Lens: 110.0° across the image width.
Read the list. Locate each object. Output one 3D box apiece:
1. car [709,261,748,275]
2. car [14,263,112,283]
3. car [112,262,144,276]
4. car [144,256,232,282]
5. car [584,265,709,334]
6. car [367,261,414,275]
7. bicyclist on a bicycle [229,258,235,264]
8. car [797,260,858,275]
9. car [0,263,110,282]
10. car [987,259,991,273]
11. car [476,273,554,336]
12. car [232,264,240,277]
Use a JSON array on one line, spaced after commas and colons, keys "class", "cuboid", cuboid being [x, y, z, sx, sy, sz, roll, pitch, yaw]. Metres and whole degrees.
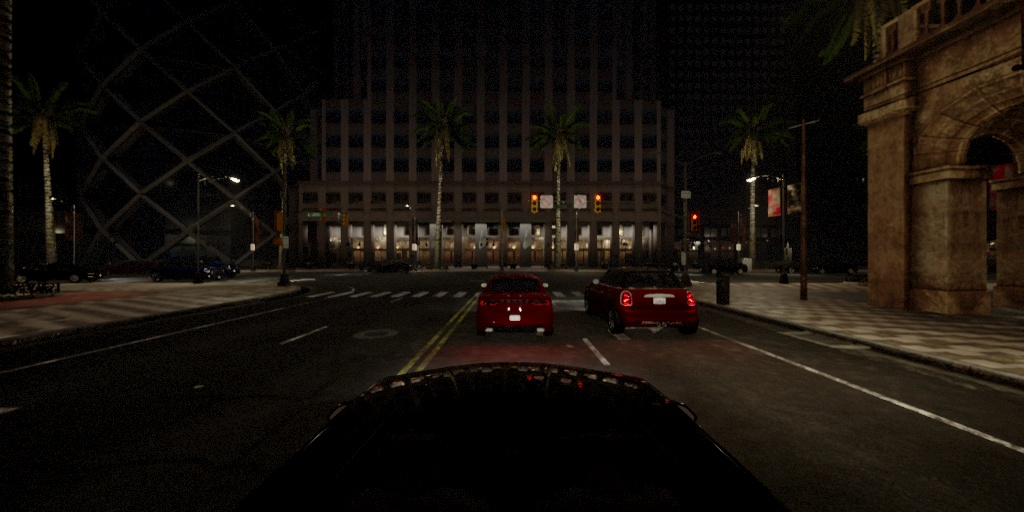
[{"class": "car", "cuboid": [23.171, 1.277, 39.380, 4.892, 1.490, 1.837, 0, 0, 0]}, {"class": "car", "cuboid": [-34.421, 1.270, 27.186, 4.892, 1.490, 1.837, 0, 0, -19]}, {"class": "car", "cuboid": [-39.038, 1.296, 36.833, 4.674, 1.442, 1.812, 0, 0, -19]}, {"class": "car", "cuboid": [-25.628, 1.118, 28.513, 4.553, 1.767, 2.097, 0, 0, -3]}, {"class": "car", "cuboid": [3.582, 1.107, 10.796, 2.097, 1.767, 4.553, 0, 0, 0]}, {"class": "car", "cuboid": [-13.374, 1.264, 39.490, 4.902, 1.511, 2.128, 0, 0, 0]}, {"class": "bicyclist on a bicycle", "cuboid": [-35.748, 1.077, 45.712, 0.582, 1.620, 1.656, 0, 0, -12]}, {"class": "car", "cuboid": [34.862, 1.250, 39.342, 5.008, 1.535, 1.882, 0, 0, 0]}, {"class": "car", "cuboid": [-37.671, 1.314, 29.769, 5.357, 1.411, 2.033, 0, 0, -22]}, {"class": "car", "cuboid": [48.725, 1.336, 39.269, 4.181, 1.385, 1.994, 0, 0, 0]}, {"class": "car", "cuboid": [0.080, 1.233, 10.455, 1.882, 1.535, 5.008, 0, 0, 0]}, {"class": "car", "cuboid": [-27.668, 0.989, 32.008, 5.566, 2.045, 2.150, 0, 0, -3]}]
